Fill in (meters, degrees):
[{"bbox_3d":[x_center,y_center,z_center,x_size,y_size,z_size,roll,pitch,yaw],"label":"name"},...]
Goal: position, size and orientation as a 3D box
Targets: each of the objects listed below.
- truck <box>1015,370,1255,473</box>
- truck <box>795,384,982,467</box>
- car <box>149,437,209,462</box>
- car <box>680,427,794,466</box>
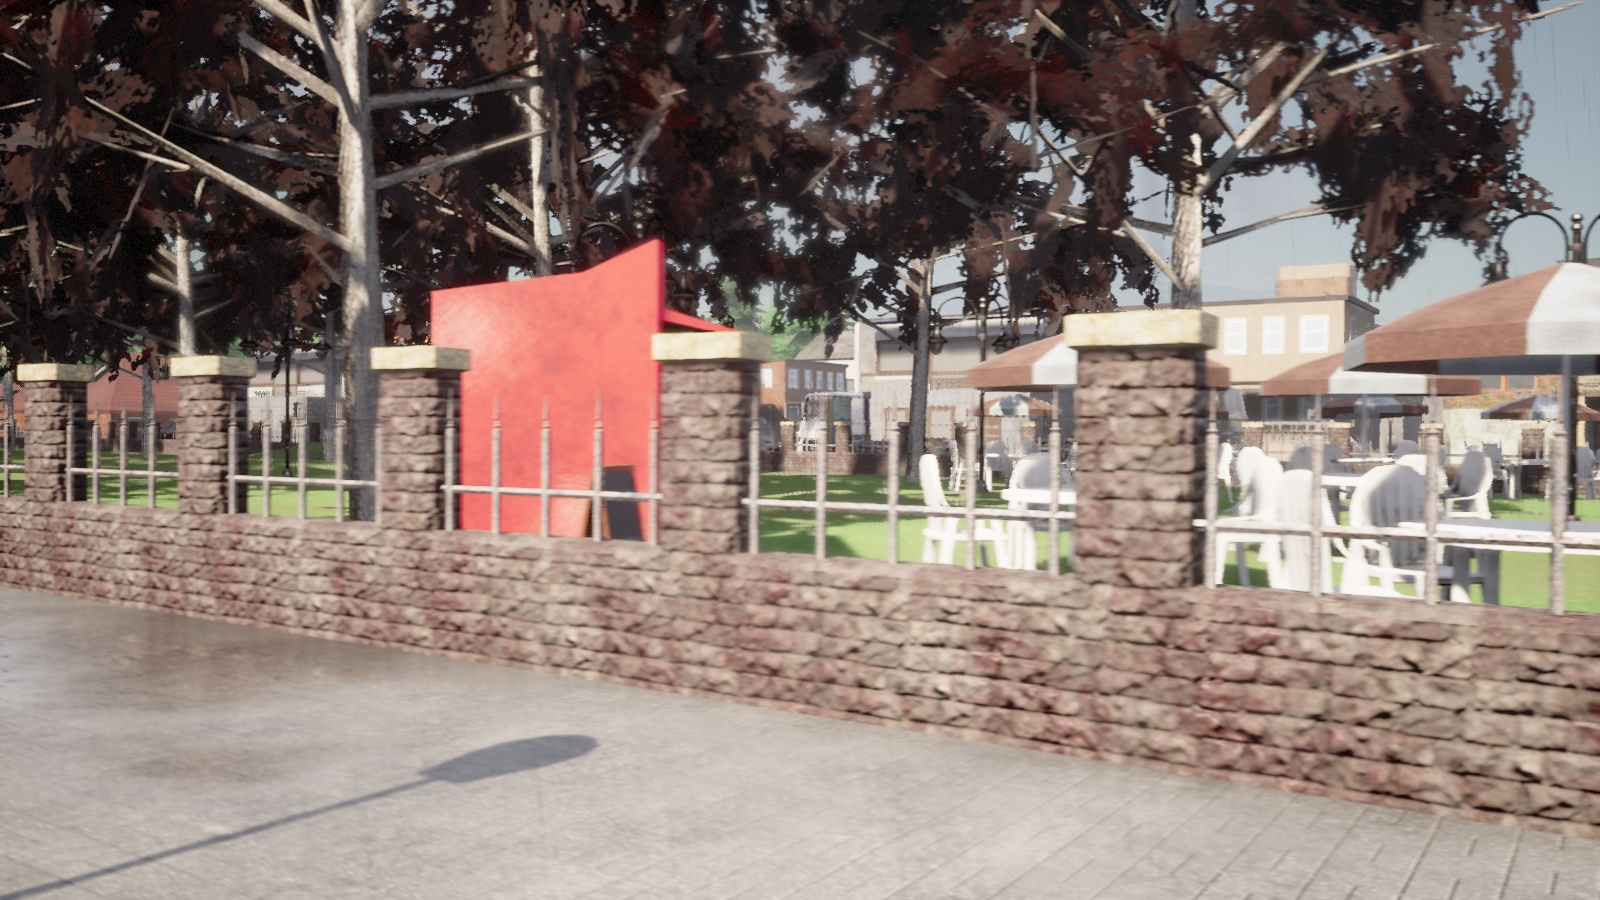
[{"bbox_3d":[12.124,-0.984,45.778,7.936,3.462,2.891,0,1,34],"label":"truck"},{"bbox_3d":[3.897,-1.051,56.141,7.936,3.462,2.891,0,1,34],"label":"truck"},{"bbox_3d":[-40.024,-0.030,80.872,3.705,1.549,1.789,0,1,32],"label":"car"},{"bbox_3d":[-2.816,-0.160,55.848,4.611,1.667,2.242,0,1,34],"label":"car"}]
